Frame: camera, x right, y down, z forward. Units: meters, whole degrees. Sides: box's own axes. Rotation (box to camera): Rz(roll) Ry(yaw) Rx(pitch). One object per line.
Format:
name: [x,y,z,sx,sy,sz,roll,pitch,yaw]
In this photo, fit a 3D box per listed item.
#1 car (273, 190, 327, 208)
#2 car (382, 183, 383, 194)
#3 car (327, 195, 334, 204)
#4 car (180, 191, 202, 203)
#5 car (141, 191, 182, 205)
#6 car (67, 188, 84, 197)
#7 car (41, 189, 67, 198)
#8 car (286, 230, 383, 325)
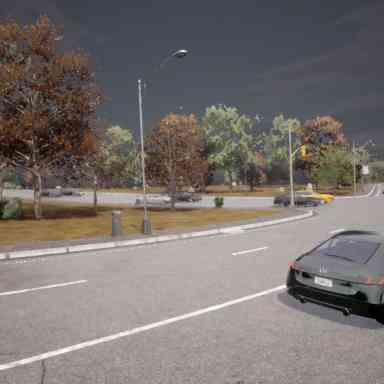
car: [10.373,0.779,32.862,4.674,1.442,1.812,-1,2,33]
car: [29.724,-0.835,49.634,2.150,2.045,5.566,-1,2,31]
car: [12.482,0.559,35.657,5.008,1.535,1.882,-1,2,33]
car: [-0.951,0.658,44.337,4.892,1.490,1.837,1,3,33]
car: [-4.095,0.907,42.209,4.718,1.301,1.895,1,3,33]
car: [-20.572,0.067,57.055,4.902,1.511,2.128,2,4,33]
car: [-23.414,0.214,54.738,4.892,1.490,1.837,2,4,33]
car: [3.890,1.516,7.068,4.181,1.385,1.994,-1,0,-38]
